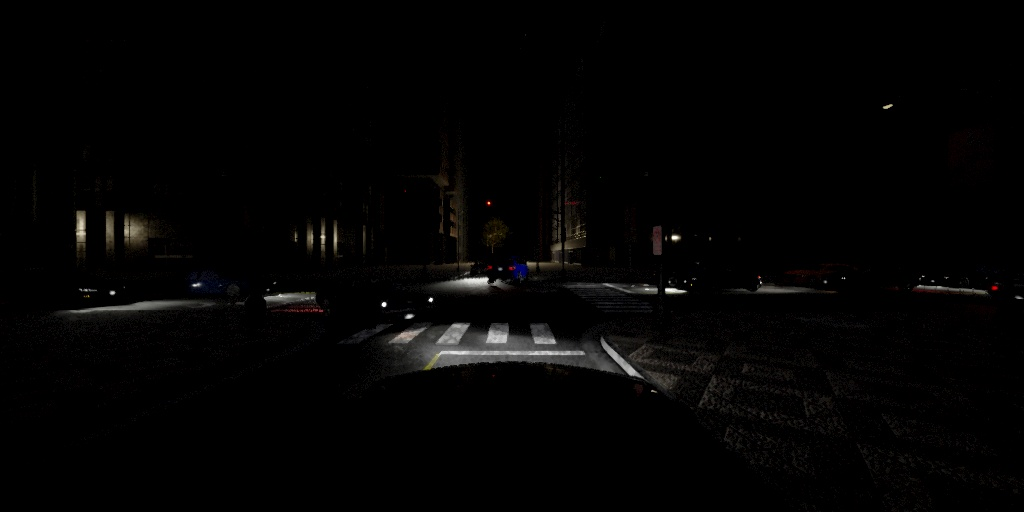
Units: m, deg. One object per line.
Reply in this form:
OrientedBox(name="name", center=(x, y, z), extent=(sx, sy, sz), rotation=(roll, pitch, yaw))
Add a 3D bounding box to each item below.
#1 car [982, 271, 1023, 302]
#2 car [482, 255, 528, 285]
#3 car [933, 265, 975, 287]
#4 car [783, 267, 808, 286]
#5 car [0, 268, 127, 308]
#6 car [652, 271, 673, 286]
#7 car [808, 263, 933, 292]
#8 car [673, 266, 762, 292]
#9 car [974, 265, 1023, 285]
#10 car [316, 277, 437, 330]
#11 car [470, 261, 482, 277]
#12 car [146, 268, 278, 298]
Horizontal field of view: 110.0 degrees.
OrientedBox(name="car", center=(22.517, 1.385, 14.354), extent=(4.718, 1.301, 1.895), rotation=(0, 0, 0))
OrientedBox(name="car", center=(-0.227, 0.970, 26.701), extent=(2.150, 2.045, 5.566), rotation=(1, 0, 12))
OrientedBox(name="car", center=(31.165, 1.325, 24.258), extent=(5.357, 1.411, 2.033), rotation=(0, 0, 1))
OrientedBox(name="car", center=(21.233, 1.241, 24.307), extent=(5.008, 1.535, 1.882), rotation=(0, 0, 0))
OrientedBox(name="car", center=(-18.606, 1.249, 14.532), extent=(4.892, 1.490, 1.837), rotation=(0, 0, 0))
OrientedBox(name="car", center=(12.098, 1.353, 24.351), extent=(4.718, 1.301, 1.895), rotation=(0, 0, 3))
OrientedBox(name="car", center=(20.883, 1.261, 21.059), extent=(4.902, 1.511, 2.128), rotation=(0, 0, 0))
OrientedBox(name="car", center=(12.187, 1.323, 21.098), extent=(4.181, 1.385, 1.994), rotation=(0, 0, 0))
OrientedBox(name="car", center=(30.765, 1.309, 21.010), extent=(4.674, 1.442, 1.812), rotation=(0, 0, 0))
OrientedBox(name="car", center=(-4.399, 1.353, 11.340), extent=(4.718, 1.301, 1.895), rotation=(0, 0, 43))
OrientedBox(name="car", center=(-3.080, 1.239, 36.082), extent=(2.128, 1.511, 4.902), rotation=(0, 0, 0))
OrientedBox(name="car", center=(-14.738, 1.288, 17.765), extent=(5.357, 1.411, 2.033), rotation=(0, 0, 0))
